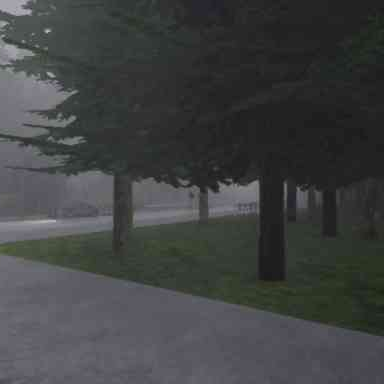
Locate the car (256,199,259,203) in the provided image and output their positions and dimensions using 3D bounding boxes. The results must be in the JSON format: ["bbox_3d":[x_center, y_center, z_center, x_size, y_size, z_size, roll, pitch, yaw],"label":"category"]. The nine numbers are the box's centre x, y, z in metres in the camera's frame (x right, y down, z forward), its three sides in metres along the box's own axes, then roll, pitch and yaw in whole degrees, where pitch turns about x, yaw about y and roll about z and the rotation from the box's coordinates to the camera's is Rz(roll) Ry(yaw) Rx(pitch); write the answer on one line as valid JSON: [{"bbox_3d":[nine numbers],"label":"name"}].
[{"bbox_3d":[14.147,1.279,63.302,2.150,2.045,5.566,0,0,35],"label":"car"}]

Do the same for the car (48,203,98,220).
[{"bbox_3d":[-10.255,1.647,28.895,1.994,1.385,4.181,0,0,35],"label":"car"}]
